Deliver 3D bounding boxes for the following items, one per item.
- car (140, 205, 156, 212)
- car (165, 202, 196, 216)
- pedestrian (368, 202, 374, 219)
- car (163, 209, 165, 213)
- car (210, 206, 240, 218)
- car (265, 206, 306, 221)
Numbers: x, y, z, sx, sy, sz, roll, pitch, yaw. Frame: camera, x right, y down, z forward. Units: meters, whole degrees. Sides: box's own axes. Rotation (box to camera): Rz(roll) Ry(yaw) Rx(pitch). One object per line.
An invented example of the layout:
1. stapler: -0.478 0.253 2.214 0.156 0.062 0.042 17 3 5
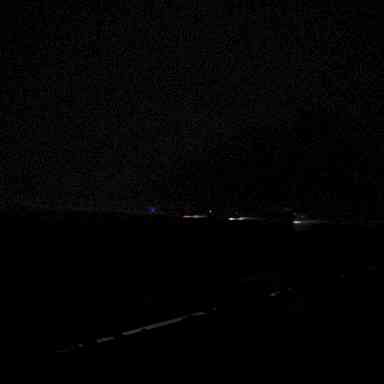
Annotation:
1. car: -9.418 3.569 71.262 1.812 1.442 4.674 1 -2 -33
2. car: -1.591 2.644 52.756 2.150 2.045 5.566 1 -2 -33
3. pedestrian: 18.911 1.917 35.292 0.375 1.860 0.375 -2 1 -33
4. car: -3.704 3.347 62.699 1.895 1.301 4.718 1 -2 -33
5. car: 4.270 2.581 43.776 1.837 1.490 4.892 1 -2 -33
6. car: 9.793 2.259 35.342 1.812 1.442 4.674 1 -2 -33
